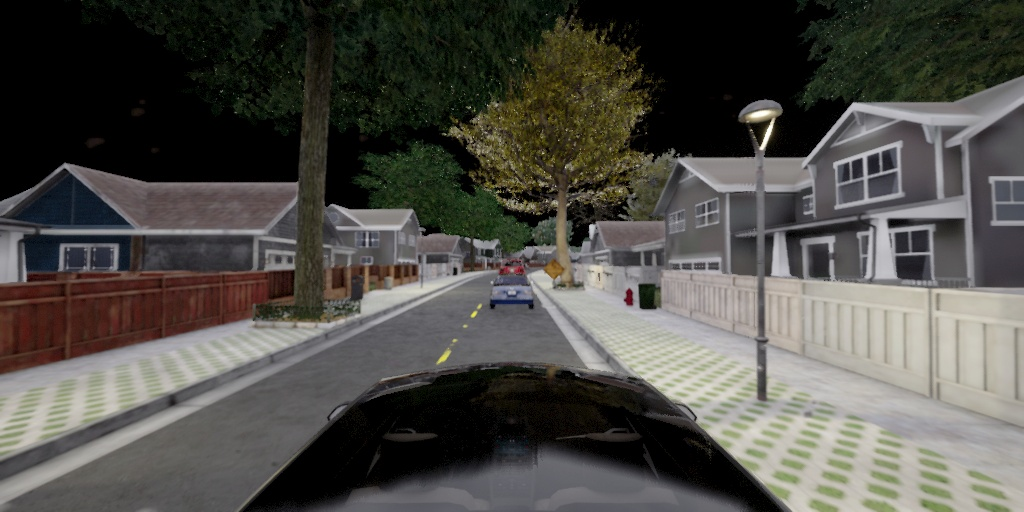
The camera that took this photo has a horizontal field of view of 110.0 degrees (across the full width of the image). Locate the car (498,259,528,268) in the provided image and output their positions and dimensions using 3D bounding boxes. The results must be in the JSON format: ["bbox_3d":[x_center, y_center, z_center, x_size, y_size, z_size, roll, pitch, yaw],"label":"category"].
[{"bbox_3d":[-0.003,1.298,30.917,2.150,2.045,5.566,0,-1,0],"label":"car"}]

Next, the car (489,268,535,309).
[{"bbox_3d":[-0.001,1.445,15.879,2.033,1.411,5.357,0,-1,0],"label":"car"}]

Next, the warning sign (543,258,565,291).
[{"bbox_3d":[2.515,1.074,21.204,1.300,1.860,1.060,0,0,0],"label":"warning sign"}]
